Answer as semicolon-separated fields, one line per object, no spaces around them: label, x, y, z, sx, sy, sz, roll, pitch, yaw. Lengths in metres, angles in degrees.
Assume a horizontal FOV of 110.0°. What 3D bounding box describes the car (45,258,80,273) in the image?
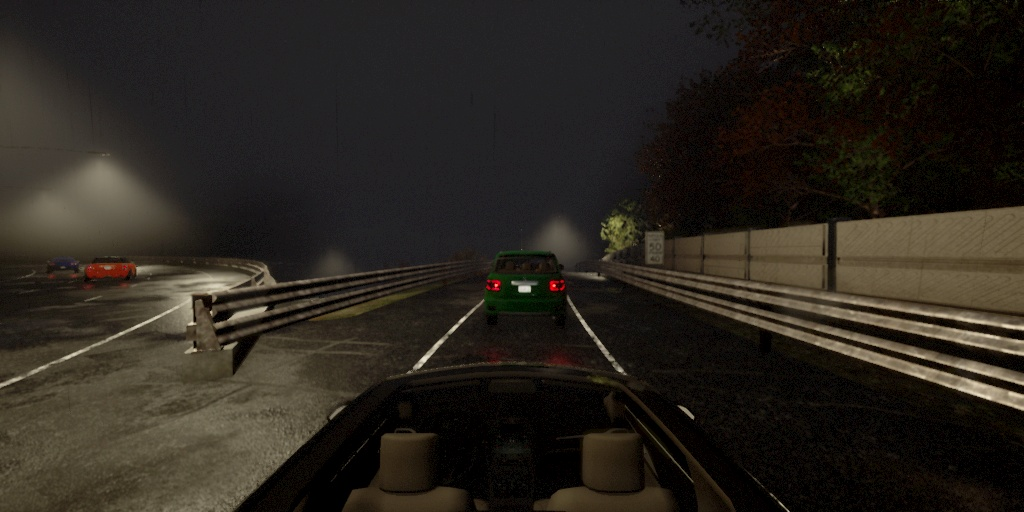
car;-42.990;0.867;34.343;4.674;1.442;1.812;1;1;39

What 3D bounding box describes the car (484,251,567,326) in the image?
car;0.483;0.852;11.268;2.150;2.045;5.566;0;1;4

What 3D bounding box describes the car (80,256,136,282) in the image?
car;-28.579;0.803;25.635;2.097;1.767;4.553;-1;1;-42
